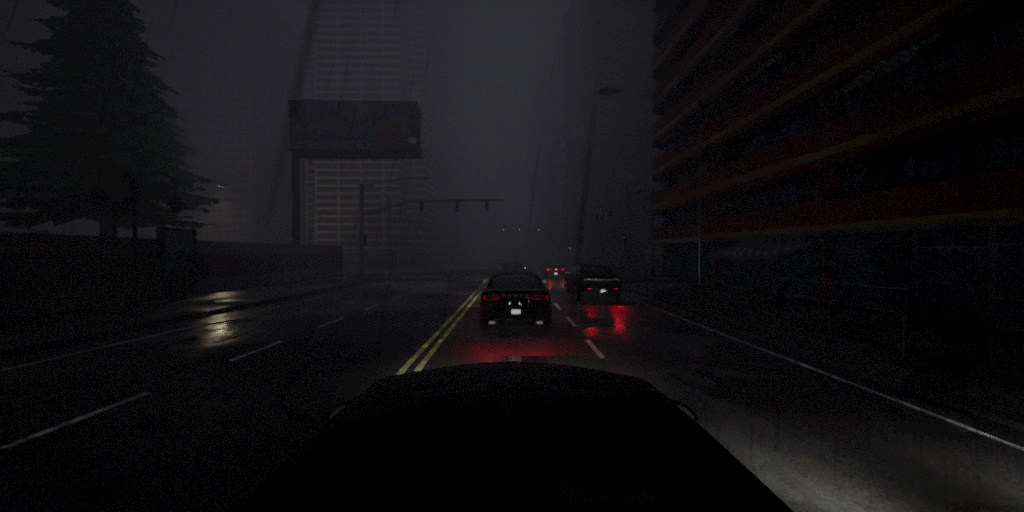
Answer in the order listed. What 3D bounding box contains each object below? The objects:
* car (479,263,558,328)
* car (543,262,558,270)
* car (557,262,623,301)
[{"bbox_3d":[0.089,1.158,11.081,1.882,1.535,5.008,0,1,0],"label":"car"},{"bbox_3d":[3.565,1.131,31.324,1.895,1.301,4.718,0,0,0],"label":"car"},{"bbox_3d":[3.586,1.133,16.510,2.128,1.511,4.902,0,1,0],"label":"car"}]
